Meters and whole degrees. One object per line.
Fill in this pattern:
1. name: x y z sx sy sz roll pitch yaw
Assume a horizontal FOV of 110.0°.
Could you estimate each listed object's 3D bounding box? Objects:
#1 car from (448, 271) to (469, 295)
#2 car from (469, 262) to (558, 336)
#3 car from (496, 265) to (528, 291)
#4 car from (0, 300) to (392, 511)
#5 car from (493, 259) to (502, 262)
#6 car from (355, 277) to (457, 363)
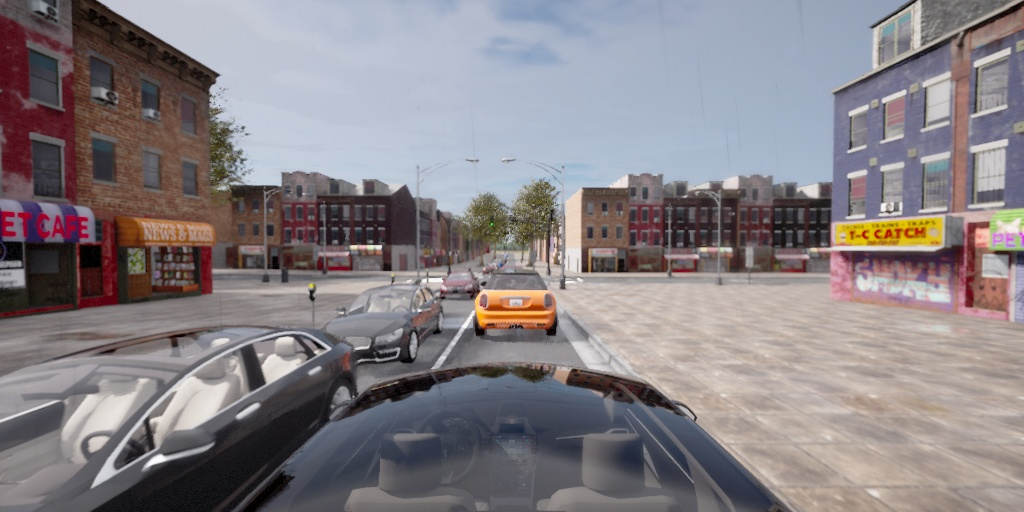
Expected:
1. car: -2.655 1.457 18.943 1.802 1.307 4.207 0 0 0
2. car: 0.093 1.165 10.803 2.097 1.767 4.553 0 0 0
3. car: -0.111 1.400 24.510 1.882 1.535 5.008 0 -1 -4
4. car: -2.641 1.306 2.602 2.007 1.370 4.403 0 0 0
5. car: -2.678 1.553 45.718 1.967 1.591 4.097 0 0 0
6. car: -2.646 1.344 8.050 2.007 1.370 4.403 0 0 0
